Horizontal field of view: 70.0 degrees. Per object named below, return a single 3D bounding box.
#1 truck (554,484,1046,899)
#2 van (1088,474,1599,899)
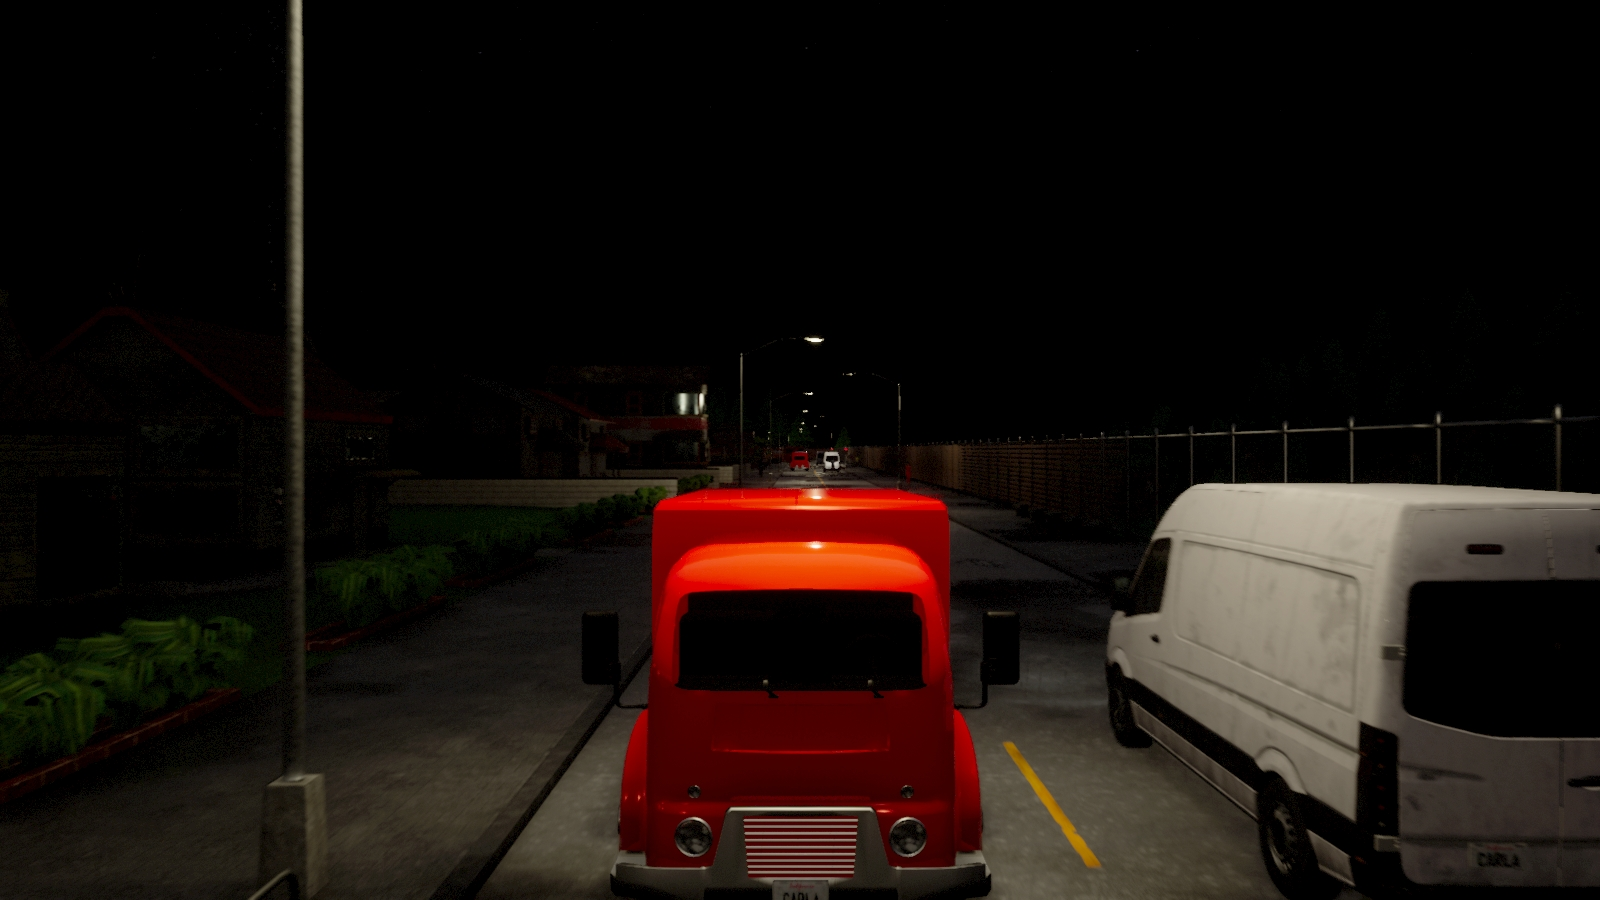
[{"bbox_3d":[0.002,1.568,8.708,2.627,2.467,5.204,0,0,0],"label":"truck"},{"bbox_3d":[3.999,1.534,8.953,1.988,2.561,5.915,0,0,0],"label":"van"}]
